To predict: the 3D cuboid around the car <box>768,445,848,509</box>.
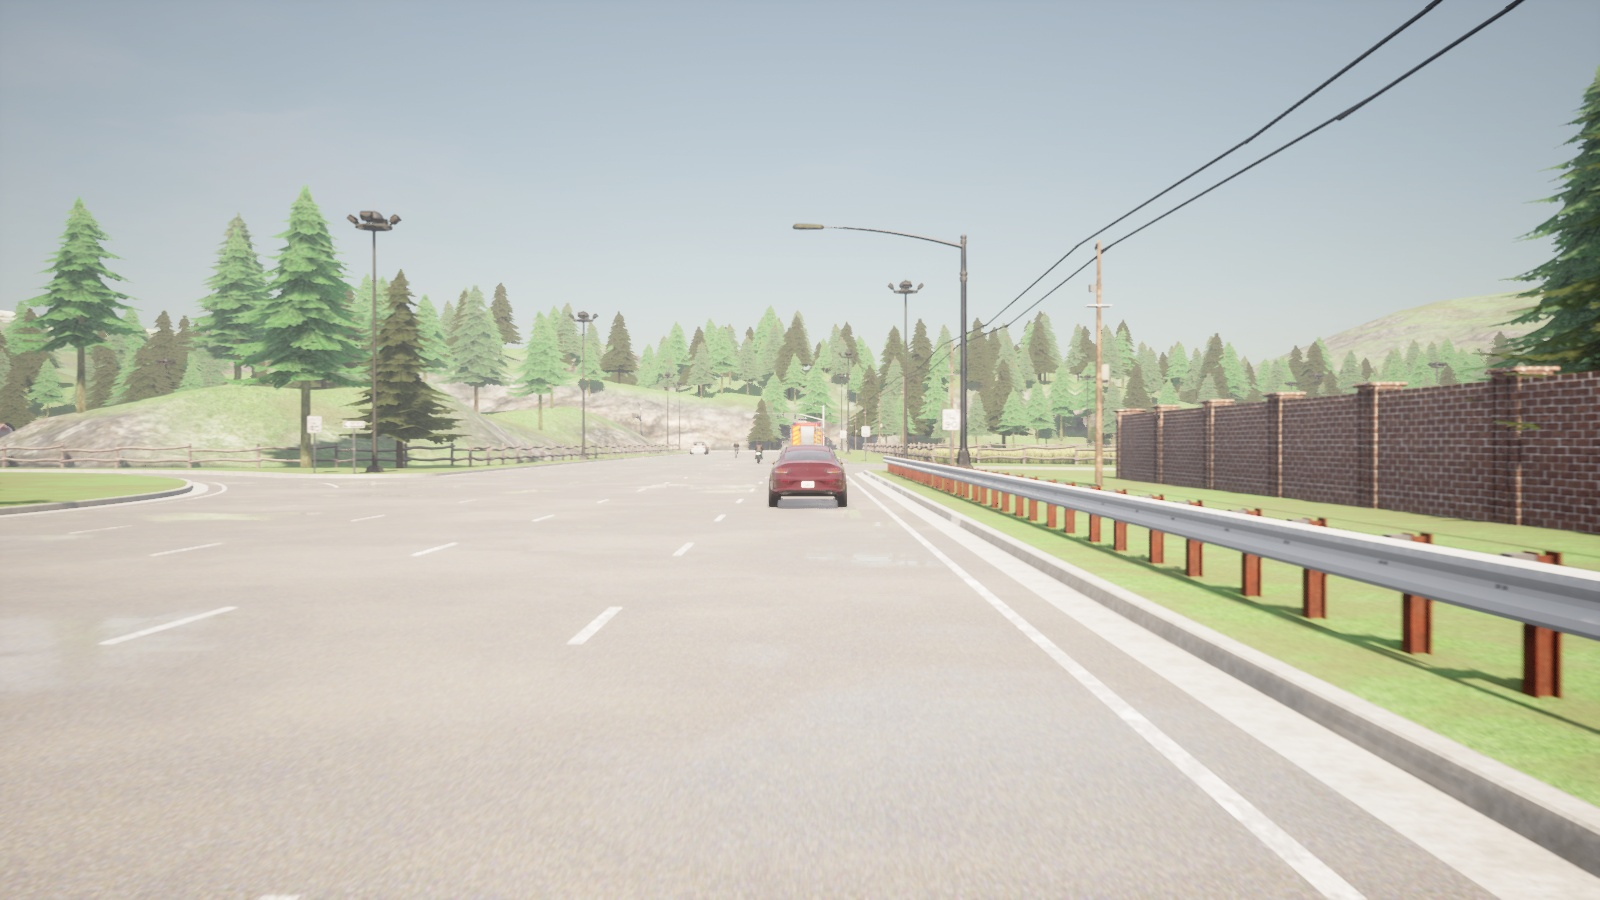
[{"bbox_3d":[0.189,0.599,30.730,1.812,1.442,4.674,0,0,0],"label":"car"}]
